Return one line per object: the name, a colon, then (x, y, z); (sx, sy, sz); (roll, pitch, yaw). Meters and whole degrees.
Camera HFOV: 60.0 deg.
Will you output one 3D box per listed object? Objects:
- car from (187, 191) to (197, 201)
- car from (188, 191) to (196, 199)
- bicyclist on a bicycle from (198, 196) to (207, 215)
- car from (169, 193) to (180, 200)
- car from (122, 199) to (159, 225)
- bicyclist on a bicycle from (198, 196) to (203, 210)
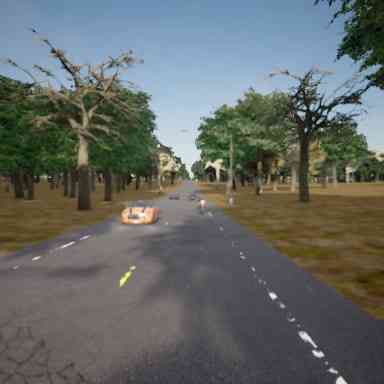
car: (0.047, 0.884, 64.325); (2.128, 1.511, 4.902); (0, 1, 1)
car: (0.010, 0.645, 76.686); (1.837, 1.490, 4.892); (0, 1, 0)
bicyclist on a bicycle: (0.989, 1.342, 31.088); (0.866, 1.612, 1.509); (0, 0, 0)
car: (-3.502, 0.924, 65.818); (1.994, 1.385, 4.181); (0, 1, 0)
car: (-3.594, 1.310, 23.684); (2.097, 1.767, 4.553); (0, 0, 0)
bicyclist on a bicycle: (0.969, 1.261, 39.749); (0.582, 1.620, 1.656); (0, 0, 0)
